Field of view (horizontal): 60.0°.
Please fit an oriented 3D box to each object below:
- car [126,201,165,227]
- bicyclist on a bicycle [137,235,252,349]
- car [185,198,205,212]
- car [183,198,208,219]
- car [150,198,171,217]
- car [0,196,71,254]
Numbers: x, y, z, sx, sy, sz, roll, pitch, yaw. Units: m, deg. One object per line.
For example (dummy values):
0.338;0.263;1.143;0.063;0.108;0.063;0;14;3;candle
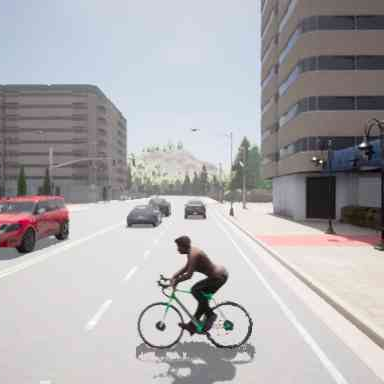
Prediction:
-3.209;1.563;22.956;1.994;1.385;4.181;0;0;1;car
0.036;1.446;4.744;1.656;1.620;0.582;0;0;1;bicyclist on a bicycle
0.332;1.490;38.943;2.128;1.511;4.902;0;0;1;car
0.302;1.504;29.584;1.837;1.490;4.892;0;0;1;car
-3.133;1.351;31.596;2.097;1.767;4.553;0;0;0;car
-6.967;1.218;13.884;2.150;2.045;5.566;0;0;1;car
